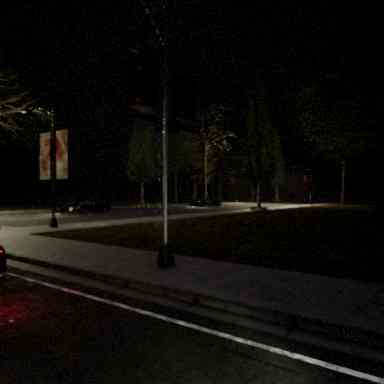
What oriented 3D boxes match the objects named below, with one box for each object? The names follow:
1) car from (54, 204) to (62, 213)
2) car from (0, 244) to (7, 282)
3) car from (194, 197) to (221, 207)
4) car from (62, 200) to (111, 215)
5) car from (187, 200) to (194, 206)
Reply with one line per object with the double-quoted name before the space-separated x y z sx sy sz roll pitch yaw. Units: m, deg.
"car" -13.441 1.671 37.777 1.994 1.385 4.181 0 0 35
"car" -6.439 1.495 8.274 4.892 1.490 1.837 0 0 36
"car" 2.873 1.617 55.277 2.097 1.767 4.553 0 0 36
"car" -10.905 1.603 35.733 2.128 1.511 4.902 0 0 35
"car" 1.318 1.825 58.679 2.033 1.411 5.357 0 0 35
